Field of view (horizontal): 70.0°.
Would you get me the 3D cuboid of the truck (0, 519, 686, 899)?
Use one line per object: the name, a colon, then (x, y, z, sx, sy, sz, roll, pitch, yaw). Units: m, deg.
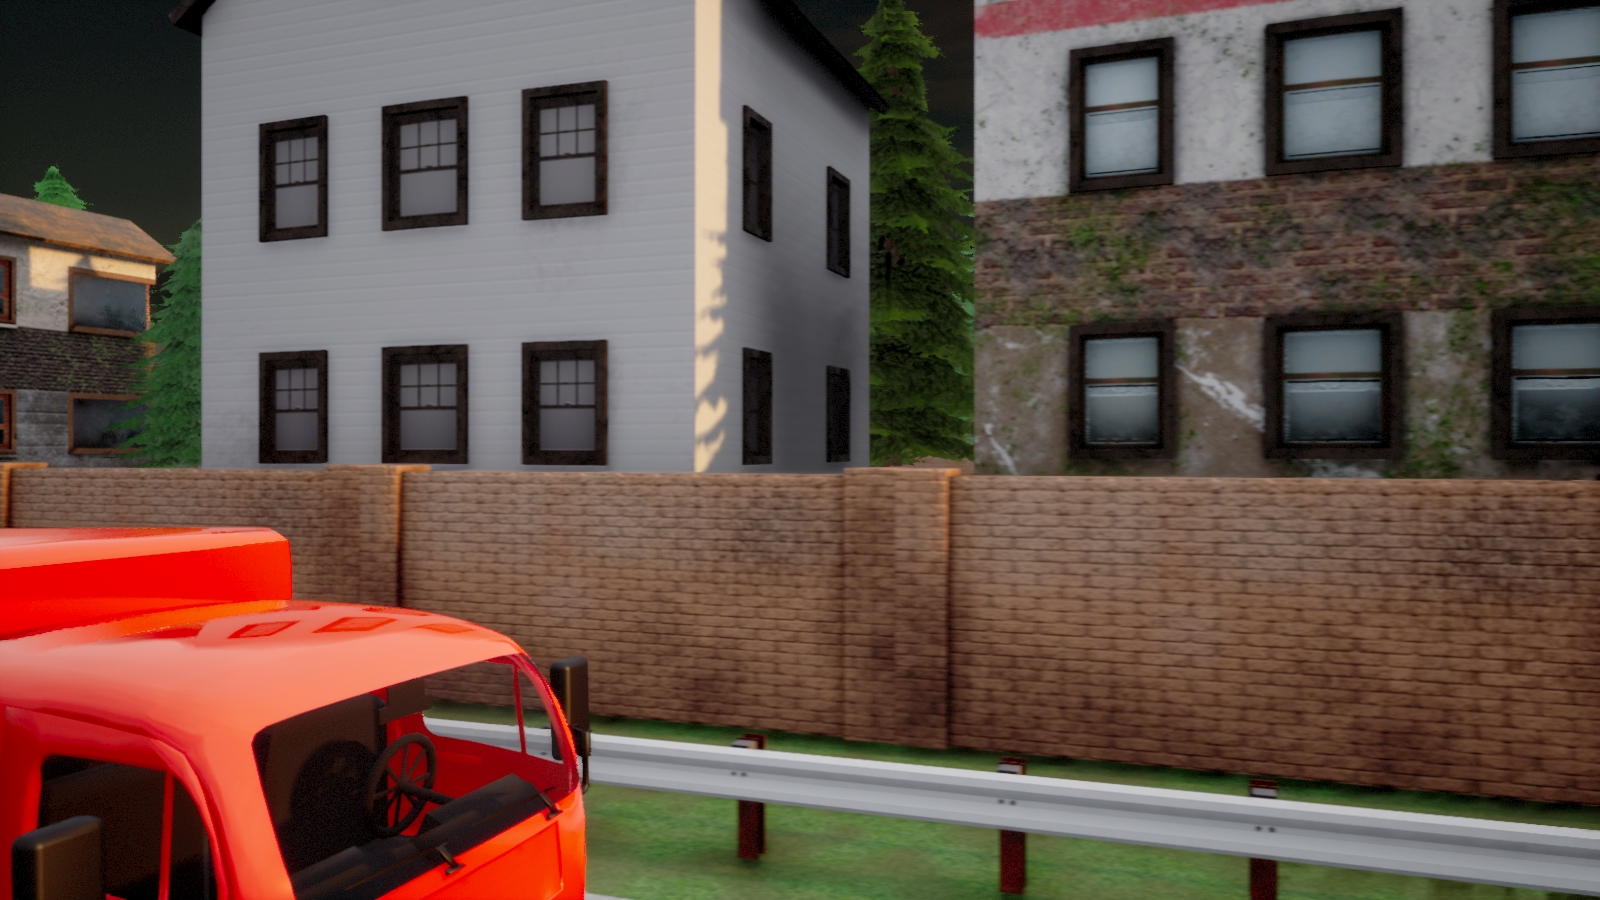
truck: (-3.386, 1.583, 4.531, 5.204, 2.467, 2.627, -1, 0, 20)
